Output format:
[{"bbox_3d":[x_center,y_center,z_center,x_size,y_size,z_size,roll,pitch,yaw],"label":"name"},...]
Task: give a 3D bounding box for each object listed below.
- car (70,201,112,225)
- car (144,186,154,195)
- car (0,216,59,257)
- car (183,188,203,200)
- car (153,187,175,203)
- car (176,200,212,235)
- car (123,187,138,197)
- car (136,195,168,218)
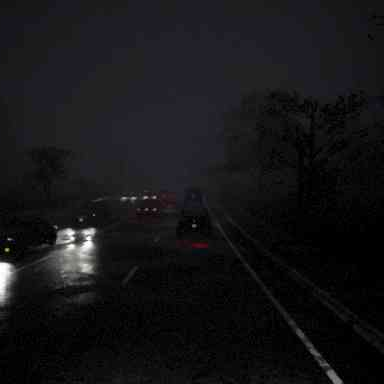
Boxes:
[{"bbox_3d":[-7.035,1.407,23.593,2.128,1.511,4.902,0,2,0],"label":"car"},{"bbox_3d":[-7.009,-0.167,58.090,2.097,1.767,4.553,0,2,1],"label":"car"},{"bbox_3d":[-7.079,1.683,13.479,1.994,1.385,4.181,0,0,1],"label":"car"},{"bbox_3d":[0.127,0.461,39.891,2.150,2.045,5.566,0,3,0],"label":"car"},{"bbox_3d":[-3.418,0.454,43.144,2.097,1.767,4.553,0,2,0],"label":"car"},{"bbox_3d":[0.114,1.525,19.522,1.882,1.535,5.008,0,1,0],"label":"car"},{"bbox_3d":[-10.516,0.001,57.065,1.882,1.535,5.008,0,2,1],"label":"car"},{"bbox_3d":[-3.471,1.284,27.974,2.033,1.411,5.357,0,2,0],"label":"car"}]
